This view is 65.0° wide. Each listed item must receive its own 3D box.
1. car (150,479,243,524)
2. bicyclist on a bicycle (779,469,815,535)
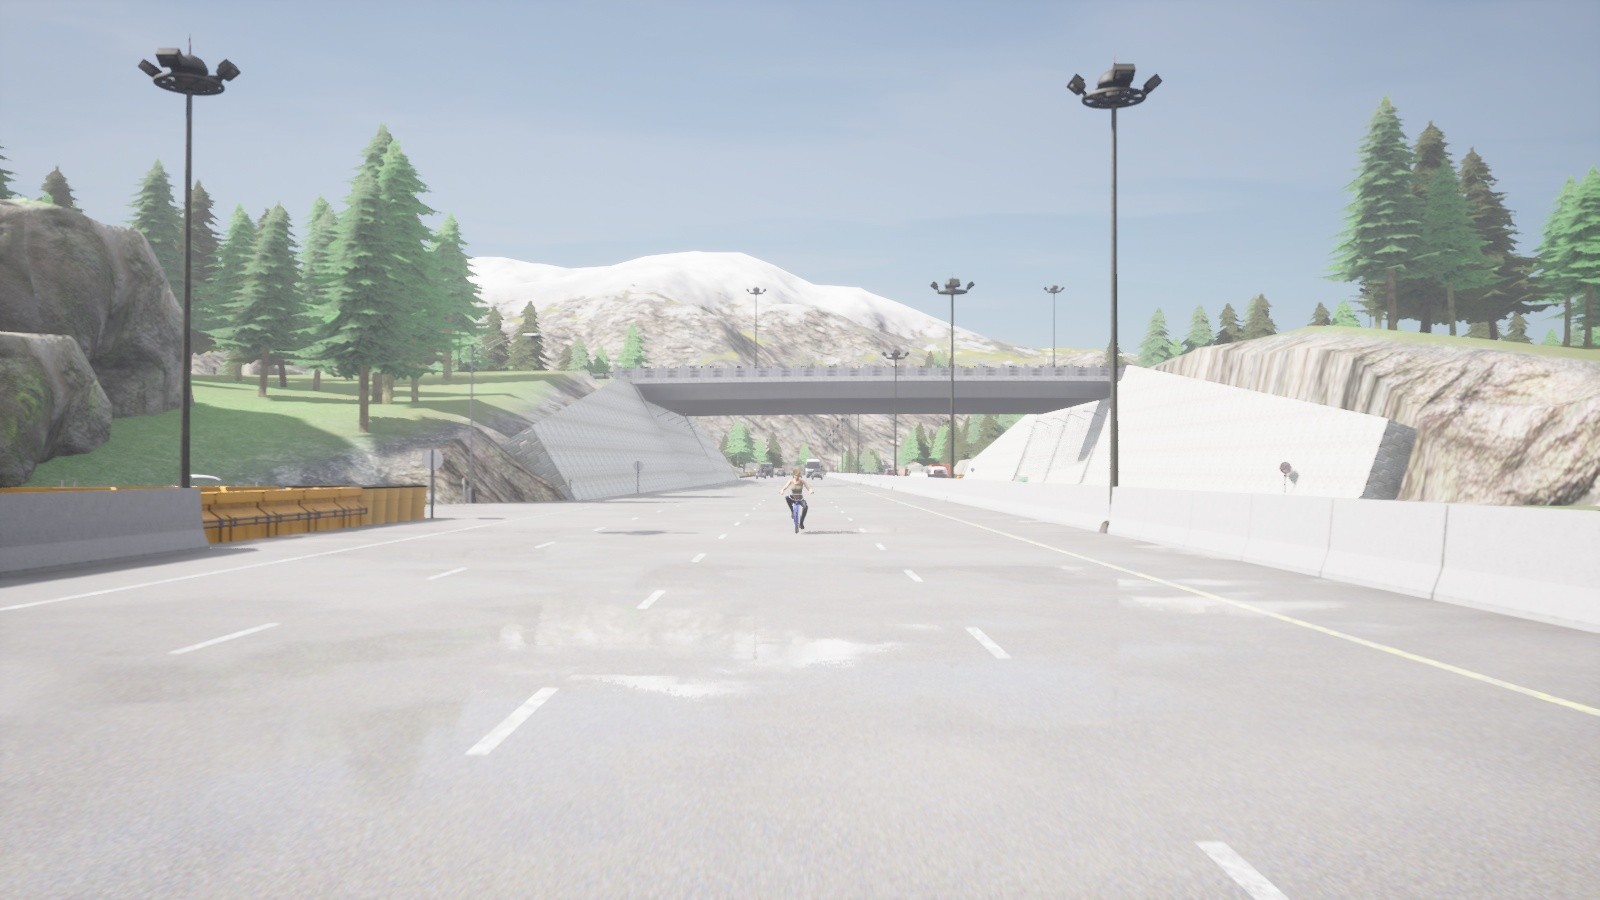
[{"bbox_3d":[-19.133,1.613,39.850,1.481,1.376,2.207,-1,-1,39],"label":"car"},{"bbox_3d":[-0.072,1.274,31.235,0.866,1.612,1.509,0,-1,0],"label":"bicyclist on a bicycle"}]
